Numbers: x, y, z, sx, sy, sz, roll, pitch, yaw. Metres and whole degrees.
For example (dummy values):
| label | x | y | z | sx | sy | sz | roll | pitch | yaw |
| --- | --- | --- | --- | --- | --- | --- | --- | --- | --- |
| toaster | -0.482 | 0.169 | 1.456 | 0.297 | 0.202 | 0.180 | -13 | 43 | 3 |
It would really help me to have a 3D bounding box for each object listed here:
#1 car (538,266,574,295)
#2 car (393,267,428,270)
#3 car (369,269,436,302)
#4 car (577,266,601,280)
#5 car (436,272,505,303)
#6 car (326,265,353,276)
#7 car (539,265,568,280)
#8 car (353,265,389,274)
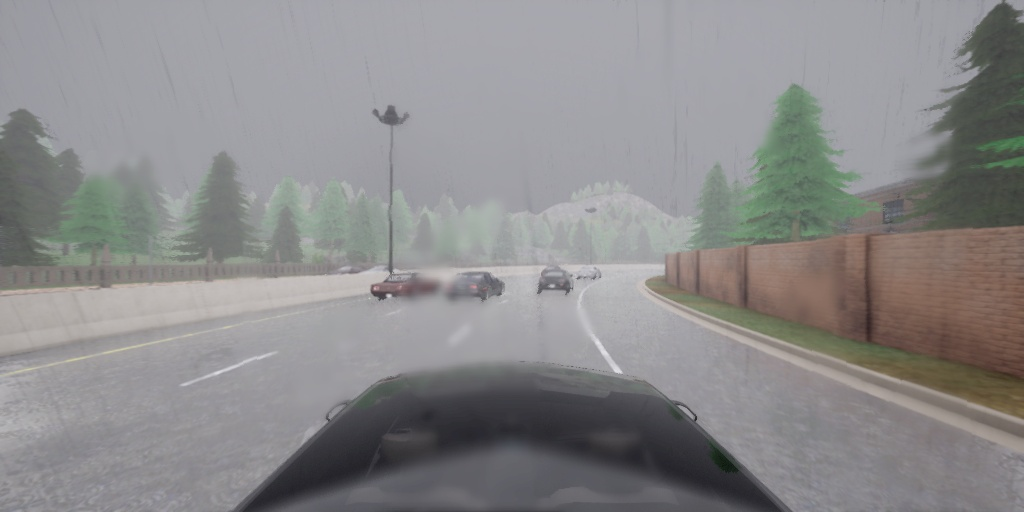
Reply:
| label | x | y | z | sx | sy | sz | roll | pitch | yaw |
| --- | --- | --- | --- | --- | --- | --- | --- | --- | --- |
| car | 2.782 | 1.539 | 22.260 | 1.812 | 1.442 | 4.674 | 0 | -1 | 13 |
| car | -8.879 | 1.711 | 33.152 | 1.895 | 1.301 | 4.718 | 0 | -1 | 18 |
| car | -5.207 | 1.542 | 18.540 | 1.895 | 1.301 | 4.718 | 0 | -1 | 10 |
| car | 8.160 | 1.747 | 37.730 | 1.812 | 1.442 | 4.674 | 0 | -1 | 24 |
| car | -1.743 | 1.496 | 18.218 | 2.033 | 1.411 | 5.357 | 0 | -1 | 11 |
| car | -15.701 | 1.634 | 34.755 | 1.812 | 1.442 | 4.674 | 0 | -1 | 18 |
| car | 4.541 | 1.741 | 38.193 | 1.812 | 1.442 | 4.674 | 0 | -1 | 23 |
| car | -12.342 | 1.633 | 33.776 | 1.812 | 1.442 | 4.674 | 0 | -1 | 18 |
